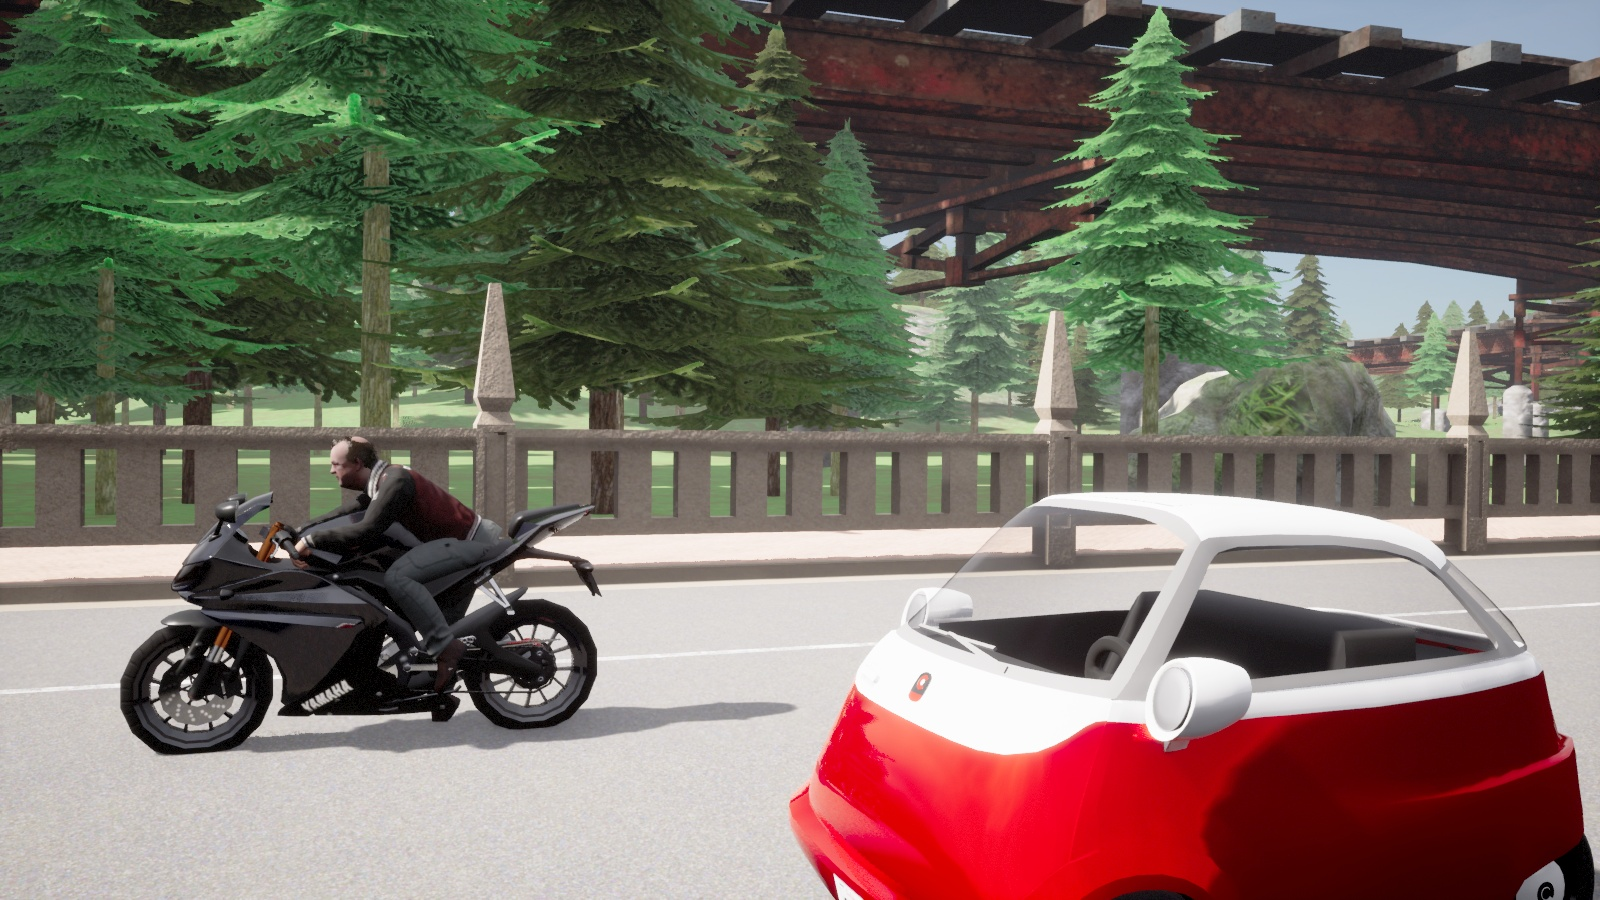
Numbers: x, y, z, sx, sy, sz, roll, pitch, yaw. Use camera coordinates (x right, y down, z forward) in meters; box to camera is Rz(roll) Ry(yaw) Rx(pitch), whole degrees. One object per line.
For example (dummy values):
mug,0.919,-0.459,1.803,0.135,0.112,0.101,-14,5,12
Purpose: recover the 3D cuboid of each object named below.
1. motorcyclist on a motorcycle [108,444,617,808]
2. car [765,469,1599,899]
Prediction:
motorcyclist on a motorcycle,-2.089,0.755,6.190,2.191,1.530,0.866,-1,1,-21
car,1.187,0.780,3.690,2.207,1.376,1.481,-1,1,-21
